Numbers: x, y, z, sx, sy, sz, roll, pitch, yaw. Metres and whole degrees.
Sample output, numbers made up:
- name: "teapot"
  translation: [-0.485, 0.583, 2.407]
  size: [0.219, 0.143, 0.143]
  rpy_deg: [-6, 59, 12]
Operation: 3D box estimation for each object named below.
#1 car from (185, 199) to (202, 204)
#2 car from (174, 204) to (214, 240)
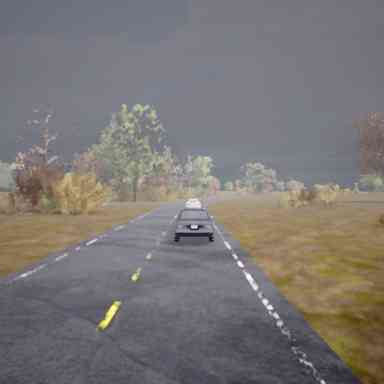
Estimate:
- name: "car"
  translation: [0.160, 1.506, 38.436]
  size: [1.812, 1.442, 4.674]
  rpy_deg: [0, 0, 1]
- name: "car"
  translation: [0.096, 1.539, 16.754]
  size: [2.033, 1.411, 5.357]
  rpy_deg: [0, 0, 0]
